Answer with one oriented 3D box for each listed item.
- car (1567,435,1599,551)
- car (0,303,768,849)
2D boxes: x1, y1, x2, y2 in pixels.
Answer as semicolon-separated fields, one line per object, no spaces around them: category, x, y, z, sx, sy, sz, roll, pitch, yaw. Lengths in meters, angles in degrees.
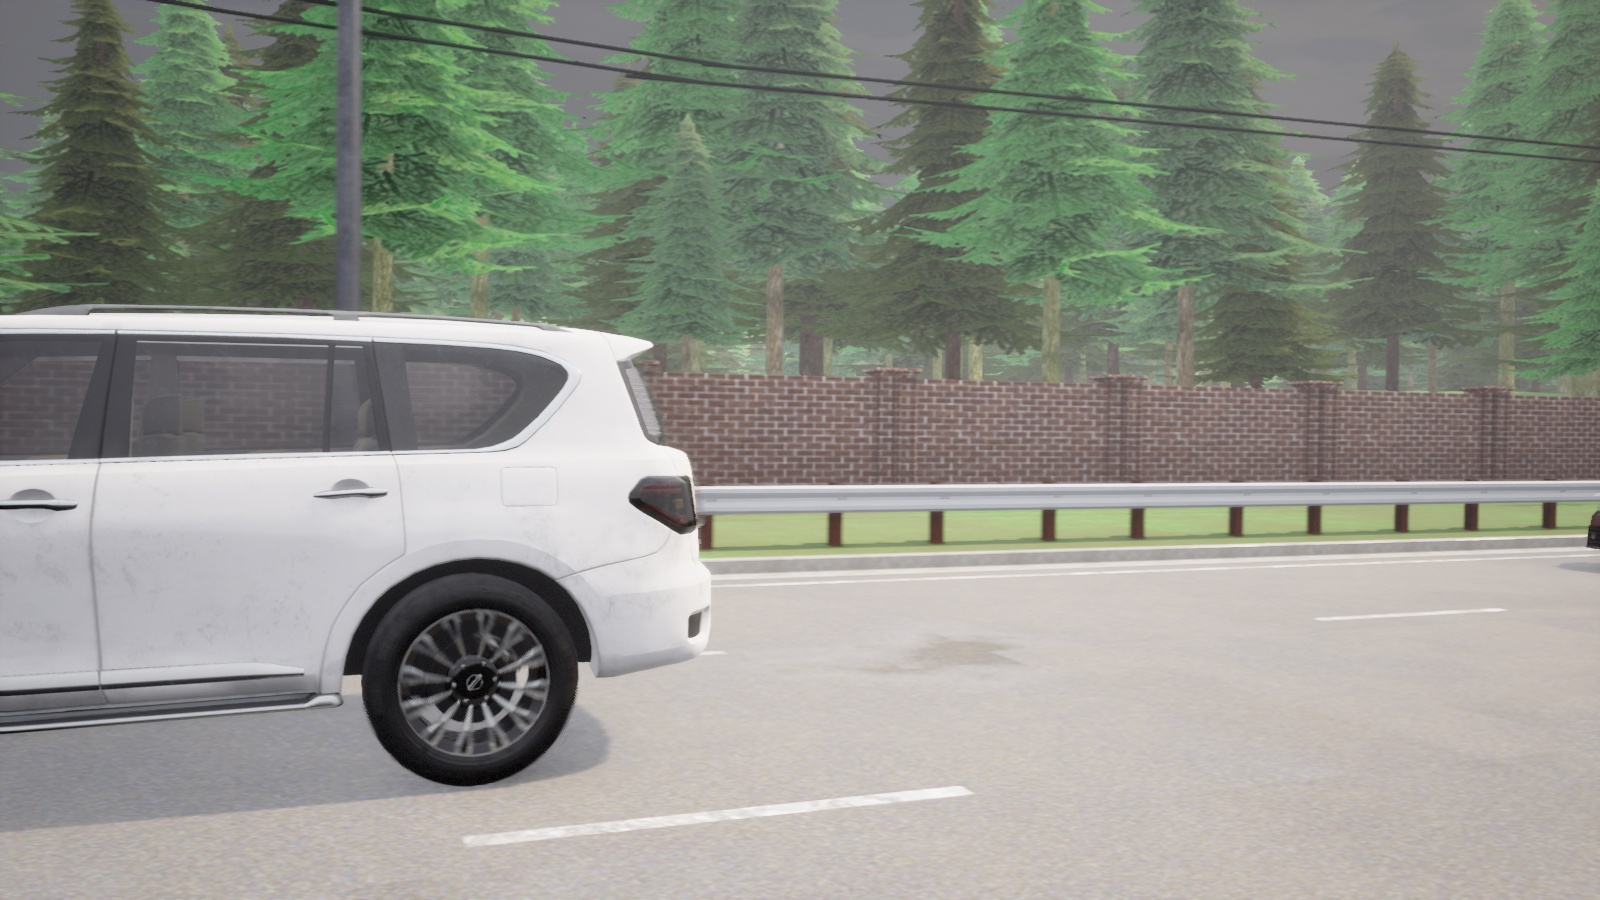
car;11.681;0.489;15.163;4.181;1.385;1.994;-1;1;-21
car;-3.141;0.457;5.787;5.566;2.045;2.150;-1;1;-21
